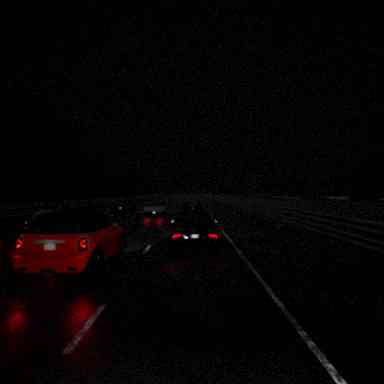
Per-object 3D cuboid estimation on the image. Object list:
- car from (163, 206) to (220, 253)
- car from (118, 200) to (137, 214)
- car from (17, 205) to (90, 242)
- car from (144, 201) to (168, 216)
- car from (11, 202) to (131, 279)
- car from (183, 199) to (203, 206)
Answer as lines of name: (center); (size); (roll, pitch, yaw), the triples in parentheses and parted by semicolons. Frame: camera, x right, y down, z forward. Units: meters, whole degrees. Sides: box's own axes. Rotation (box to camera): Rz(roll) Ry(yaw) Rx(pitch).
car: (0.098, 1.527, 13.619); (2.033, 1.411, 5.357); (0, 0, 0)
car: (-6.896, 1.524, 34.089); (1.994, 1.385, 4.181); (0, 0, 0)
car: (-6.901, 1.501, 17.183); (1.812, 1.442, 4.674); (0, 0, 0)
car: (-3.397, 1.562, 32.061); (1.895, 1.301, 4.718); (0, 0, 0)
car: (-3.415, 1.335, 10.128); (2.097, 1.767, 4.553); (0, 0, 0)
car: (0.107, 1.437, 35.176); (1.882, 1.535, 5.008); (0, 0, 0)
